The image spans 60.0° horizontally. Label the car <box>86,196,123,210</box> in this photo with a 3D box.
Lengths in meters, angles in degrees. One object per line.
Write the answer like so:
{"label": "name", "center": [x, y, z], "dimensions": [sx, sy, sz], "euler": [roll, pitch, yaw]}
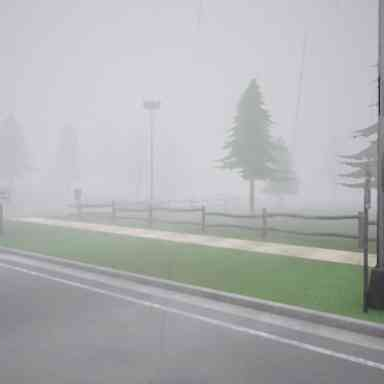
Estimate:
{"label": "car", "center": [-10.085, 1.445, 41.711], "dimensions": [2.033, 1.411, 5.357], "euler": [0, 0, 35]}

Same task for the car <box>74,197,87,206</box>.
{"label": "car", "center": [-14.492, 1.367, 47.605], "dimensions": [2.128, 1.511, 4.902], "euler": [0, 0, 35]}

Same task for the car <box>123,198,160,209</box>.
{"label": "car", "center": [-5.937, 1.435, 41.498], "dimensions": [1.812, 1.442, 4.674], "euler": [0, 0, 35]}

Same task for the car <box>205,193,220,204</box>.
{"label": "car", "center": [4.610, 1.124, 62.483], "dimensions": [2.150, 2.045, 5.566], "euler": [0, 0, 35]}

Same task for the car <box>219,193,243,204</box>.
{"label": "car", "center": [7.525, 1.260, 60.546], "dimensions": [2.097, 1.767, 4.553], "euler": [0, 0, 35]}

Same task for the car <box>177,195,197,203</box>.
{"label": "car", "center": [-1.008, 1.368, 66.663], "dimensions": [2.128, 1.511, 4.902], "euler": [0, 0, 35]}
